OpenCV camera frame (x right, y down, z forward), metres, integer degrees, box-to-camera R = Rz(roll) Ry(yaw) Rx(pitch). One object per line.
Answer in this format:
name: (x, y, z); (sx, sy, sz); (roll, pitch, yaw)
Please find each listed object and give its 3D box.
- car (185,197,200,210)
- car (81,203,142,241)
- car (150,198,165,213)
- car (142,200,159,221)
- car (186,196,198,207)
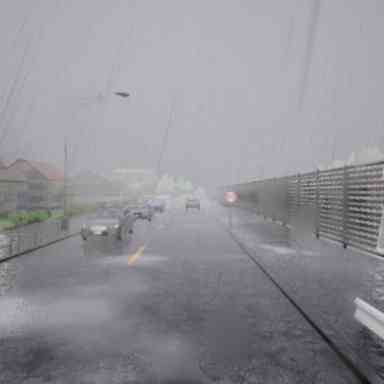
car: (0.097, 1.511, 43.739); (2.128, 1.511, 4.902); (0, 0, 0)
car: (-4.100, 1.499, 16.900); (2.128, 1.511, 4.902); (0, 0, 0)
car: (-4.071, 1.494, 37.291); (1.882, 1.535, 5.008); (0, 0, 0)
car: (-4.096, 1.576, 26.838); (1.994, 1.385, 4.181); (0, 0, 0)
car: (-0.006, 1.502, 54.038); (1.882, 1.535, 5.008); (0, 0, 0)
